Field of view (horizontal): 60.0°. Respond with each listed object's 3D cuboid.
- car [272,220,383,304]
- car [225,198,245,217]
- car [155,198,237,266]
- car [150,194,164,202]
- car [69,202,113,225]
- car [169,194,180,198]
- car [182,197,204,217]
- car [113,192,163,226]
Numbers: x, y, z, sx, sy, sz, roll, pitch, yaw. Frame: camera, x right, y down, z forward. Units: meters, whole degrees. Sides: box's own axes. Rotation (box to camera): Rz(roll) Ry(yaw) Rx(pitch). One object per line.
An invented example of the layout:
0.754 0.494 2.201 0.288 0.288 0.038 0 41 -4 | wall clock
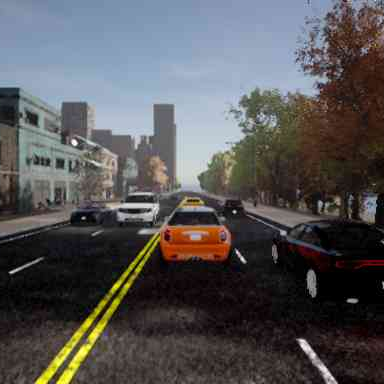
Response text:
3.348 1.413 8.101 1.882 1.535 5.008 0 0 0 | car
3.339 1.280 28.496 1.837 1.490 4.892 0 0 0 | car
0.097 1.262 11.351 2.097 1.767 4.553 0 0 0 | car
-6.544 1.047 63.398 2.033 1.411 5.357 0 0 1 | car
-6.608 1.389 22.251 1.994 1.385 4.181 0 0 0 | car
-3.304 1.062 63.421 1.994 1.385 4.181 0 0 1 | car
0.089 1.241 29.953 1.882 1.535 5.008 0 0 0 | car
-3.360 1.047 21.972 2.150 2.045 5.566 0 1 0 | car
